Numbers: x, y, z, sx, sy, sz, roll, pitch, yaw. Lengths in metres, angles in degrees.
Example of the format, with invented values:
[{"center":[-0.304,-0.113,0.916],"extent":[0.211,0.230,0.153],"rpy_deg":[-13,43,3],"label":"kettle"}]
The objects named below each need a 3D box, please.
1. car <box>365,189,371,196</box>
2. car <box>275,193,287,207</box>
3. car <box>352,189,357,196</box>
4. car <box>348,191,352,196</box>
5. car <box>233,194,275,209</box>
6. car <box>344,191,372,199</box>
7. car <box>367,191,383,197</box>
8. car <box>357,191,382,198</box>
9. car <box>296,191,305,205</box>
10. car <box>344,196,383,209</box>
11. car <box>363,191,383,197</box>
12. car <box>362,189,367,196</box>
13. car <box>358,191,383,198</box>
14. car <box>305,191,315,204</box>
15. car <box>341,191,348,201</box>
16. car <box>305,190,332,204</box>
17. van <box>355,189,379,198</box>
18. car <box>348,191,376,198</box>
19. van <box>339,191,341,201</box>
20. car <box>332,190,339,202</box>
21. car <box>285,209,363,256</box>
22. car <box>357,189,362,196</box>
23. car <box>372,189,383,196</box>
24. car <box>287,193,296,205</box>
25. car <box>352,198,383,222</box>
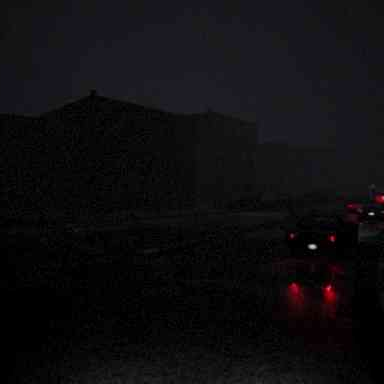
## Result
[{"center":[33.324,0.649,68.472],"extent":[4.892,1.521,2.231],"rpy_deg":[0,1,43],"label":"car"},{"center":[8.974,1.168,42.168],"extent":[5.008,1.535,2.097],"rpy_deg":[0,1,43],"label":"car"},{"center":[27.678,0.637,62.425],"extent":[4.553,1.767,2.185],"rpy_deg":[0,1,43],"label":"car"},{"center":[25.806,0.677,60.401],"extent":[4.553,1.767,2.185],"rpy_deg":[0,1,43],"label":"car"},{"center":[7.124,1.074,40.115],"extent":[4.553,1.767,2.185],"rpy_deg":[0,1,43],"label":"car"},{"center":[35.196,0.613,70.496],"extent":[4.892,1.521,2.231],"rpy_deg":[0,1,43],"label":"car"},{"center":[46.403,0.448,82.663],"extent":[4.792,1.488,2.163],"rpy_deg":[0,1,43],"label":"car"},{"center":[40.809,0.550,76.569],"extent":[4.674,1.452,2.002],"rpy_deg":[0,1,43],"label":"car"},{"center":[12.744,0.970,46.189],"extent":[4.553,1.767,2.185],"rpy_deg":[0,1,43],"label":"car"},{"center":[16.837,1.326,32.257],"extent":[1.895,1.301,4.718],"rpy_deg":[0,1,43],"label":"car"},{"center":[44.556,0.449,80.613],"extent":[4.892,1.521,2.231],"rpy_deg":[0,1,43],"label":"car"},{"center":[31.451,0.686,66.448],"extent":[4.892,1.521,2.231],"rpy_deg":[0,1,43],"label":"car"},{"center":[42.544,0.476,78.721],"extent":[5.366,1.575,1.946],"rpy_deg":[0,1,43],"label":"car"},{"center":[14.593,1.058,48.243],"extent":[4.892,1.521,2.231],"rpy_deg":[0,1,43],"label":"car"},{"center":[23.954,0.844,58.361],"extent":[5.008,1.535,2.097],"rpy_deg":[0,1,43],"label":"car"},{"center":[18.318,0.720,52.302],"extent":[5.566,2.045,2.435],"rpy_deg":[0,1,43],"label":"car"},{"center":[39.103,0.316,74.556],"extent":[4.442,1.987,1.878],"rpy_deg":[0,1,43],"label":"van"},{"center":[37.067,0.578,72.519],"extent":[4.892,1.521,2.231],"rpy_deg":[0,1,43],"label":"car"},{"center":[22.169,0.660,56.252],"extent":[4.442,1.987,1.878],"rpy_deg":[0,1,43],"label":"van"},{"center":[20.350,0.926,54.184],"extent":[5.366,1.575,1.946],"rpy_deg":[0,1,43],"label":"car"},{"center":[5.252,1.534,13.023],"extent":[1.895,1.301,4.718],"rpy_deg":[0,0,33],"label":"car"},{"center":[29.597,0.597,64.406],"extent":[4.553,1.767,2.185],"rpy_deg":[0,1,43],"label":"car"},{"center":[23.643,0.816,39.638],"extent":[2.150,2.045,5.566],"rpy_deg":[0,1,43],"label":"car"},{"center":[10.852,1.172,44.186],"extent":[4.674,1.452,2.002],"rpy_deg":[0,1,43],"label":"car"},{"center":[13.020,1.383,23.271],"extent":[1.994,1.385,4.181],"rpy_deg":[0,1,40],"label":"car"}]
